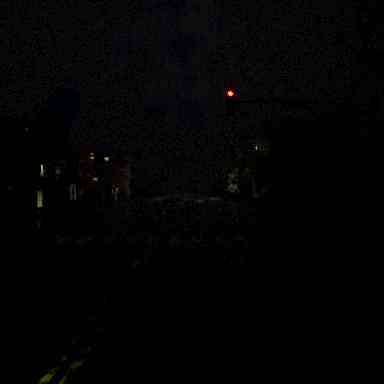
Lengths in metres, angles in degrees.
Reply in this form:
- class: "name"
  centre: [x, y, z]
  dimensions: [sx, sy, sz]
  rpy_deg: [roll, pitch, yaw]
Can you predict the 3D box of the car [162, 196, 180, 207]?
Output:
- class: "car"
  centre: [-3.306, 1.521, 49.241]
  dimensions: [1.994, 1.385, 4.181]
  rpy_deg: [0, 1, 0]
